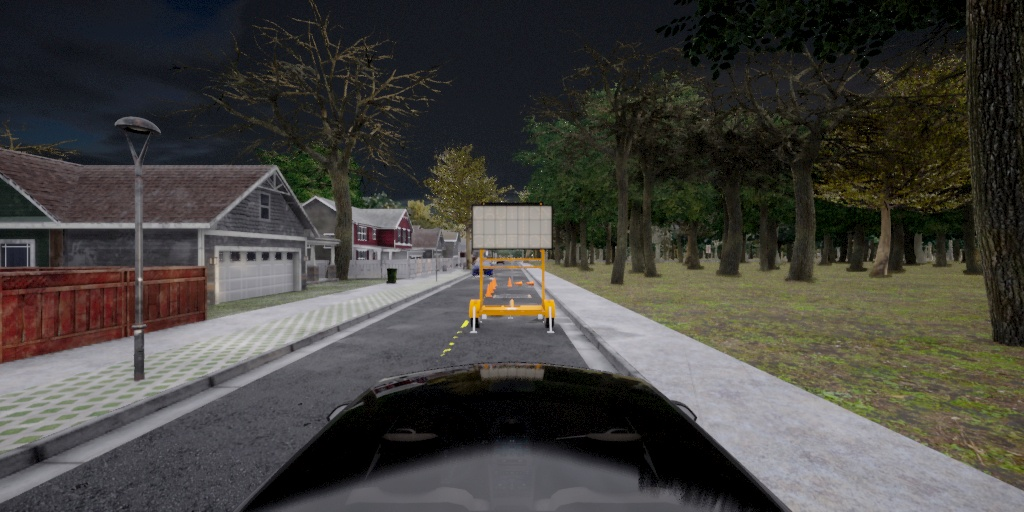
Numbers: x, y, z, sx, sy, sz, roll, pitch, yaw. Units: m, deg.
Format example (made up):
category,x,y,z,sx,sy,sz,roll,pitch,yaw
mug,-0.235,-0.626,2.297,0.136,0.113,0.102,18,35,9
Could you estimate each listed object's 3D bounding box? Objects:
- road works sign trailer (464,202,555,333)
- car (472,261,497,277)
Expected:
category,x,y,z,sx,sy,sz,roll,pitch,yaw
road works sign trailer,0.009,0.214,10.705,2.380,3.560,2.880,0,0,0
car,-2.820,1.236,35.209,1.882,1.535,5.008,0,0,0
